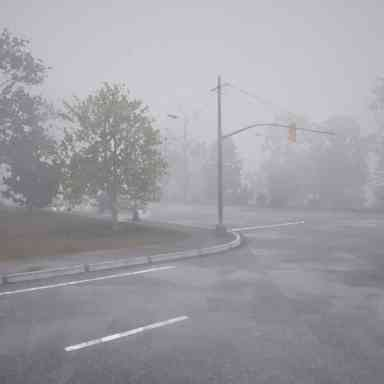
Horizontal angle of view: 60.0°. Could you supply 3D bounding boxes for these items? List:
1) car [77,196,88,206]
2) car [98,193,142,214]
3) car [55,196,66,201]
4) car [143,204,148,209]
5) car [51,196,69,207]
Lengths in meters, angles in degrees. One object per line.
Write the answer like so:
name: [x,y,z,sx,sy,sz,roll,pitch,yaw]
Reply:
car: [-18.557,1.270,53.182,2.150,2.045,5.566,-1,0,-39]
car: [-7.717,1.107,33.993,2.150,2.045,5.566,-1,0,-39]
car: [-34.244,1.703,86.526,1.895,1.301,4.718,-1,0,-31]
car: [-7.245,1.399,39.002,2.033,1.411,5.357,-1,0,-39]
car: [-21.145,1.480,50.815,2.128,1.511,4.902,-1,0,-39]
